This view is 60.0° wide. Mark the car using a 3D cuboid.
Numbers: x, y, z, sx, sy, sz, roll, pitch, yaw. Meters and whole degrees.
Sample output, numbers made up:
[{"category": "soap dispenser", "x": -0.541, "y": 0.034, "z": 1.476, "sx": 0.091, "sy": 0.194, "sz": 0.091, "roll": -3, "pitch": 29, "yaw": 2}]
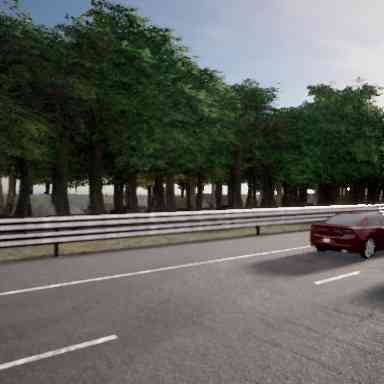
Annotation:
[{"category": "car", "x": 6.591, "y": 1.492, "z": 12.745, "sx": 5.008, "sy": 1.535, "sz": 1.882, "roll": 0, "pitch": 0, "yaw": -35}]
